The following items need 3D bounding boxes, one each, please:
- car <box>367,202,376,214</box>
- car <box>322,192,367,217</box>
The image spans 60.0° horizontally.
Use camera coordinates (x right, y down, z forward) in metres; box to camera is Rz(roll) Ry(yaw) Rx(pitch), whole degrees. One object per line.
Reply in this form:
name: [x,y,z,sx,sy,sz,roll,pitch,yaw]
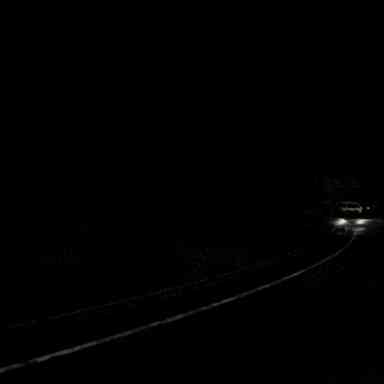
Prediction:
car: [17.958,1.653,35.821,1.994,1.385,4.181,1,-1,2]
car: [14.587,1.244,32.616,2.150,2.045,5.566,1,0,4]
